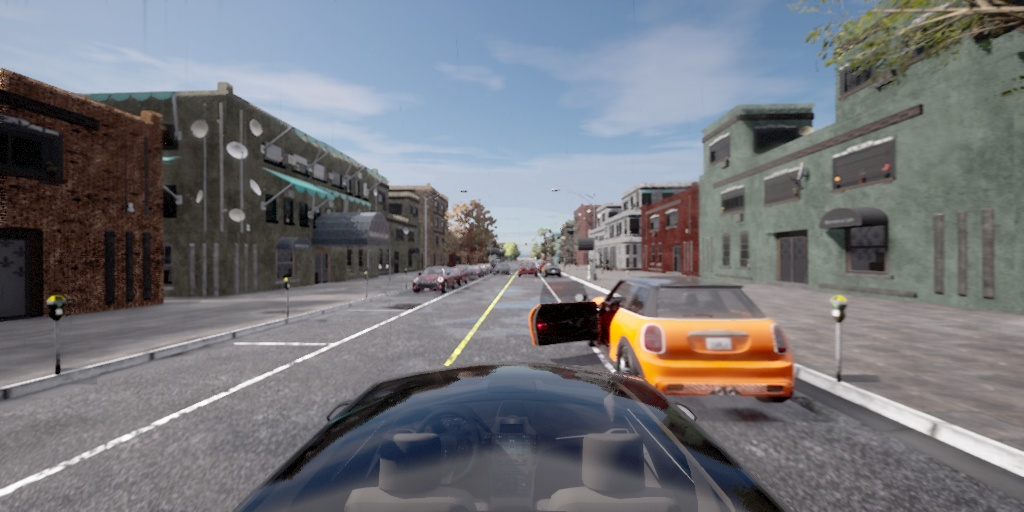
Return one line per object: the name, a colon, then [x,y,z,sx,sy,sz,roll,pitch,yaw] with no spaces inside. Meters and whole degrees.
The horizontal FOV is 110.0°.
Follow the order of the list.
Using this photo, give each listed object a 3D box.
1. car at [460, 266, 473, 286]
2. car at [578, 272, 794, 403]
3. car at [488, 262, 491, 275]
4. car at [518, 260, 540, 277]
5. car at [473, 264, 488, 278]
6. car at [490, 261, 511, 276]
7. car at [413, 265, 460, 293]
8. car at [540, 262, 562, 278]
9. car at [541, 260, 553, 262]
car: [-4.508,1.537,27.856,1.888,1.381,4.507,0,0,2]
car: [2.670,1.131,6.600,2.097,1.767,4.553,0,0,2]
car: [-3.805,1.680,44.485,2.007,1.370,4.403,0,0,2]
car: [1.783,1.418,40.044,2.097,1.767,4.553,0,0,3]
car: [-4.039,1.666,38.942,1.802,1.307,4.207,0,0,2]
car: [-1.181,1.616,43.356,1.837,1.490,4.892,0,-1,3]
car: [-4.743,1.386,22.313,1.967,1.591,4.097,0,0,2]
car: [4.334,1.608,38.590,1.948,1.339,4.313,0,0,2]
car: [4.576,1.613,44.302,1.751,1.417,4.829,0,0,2]
